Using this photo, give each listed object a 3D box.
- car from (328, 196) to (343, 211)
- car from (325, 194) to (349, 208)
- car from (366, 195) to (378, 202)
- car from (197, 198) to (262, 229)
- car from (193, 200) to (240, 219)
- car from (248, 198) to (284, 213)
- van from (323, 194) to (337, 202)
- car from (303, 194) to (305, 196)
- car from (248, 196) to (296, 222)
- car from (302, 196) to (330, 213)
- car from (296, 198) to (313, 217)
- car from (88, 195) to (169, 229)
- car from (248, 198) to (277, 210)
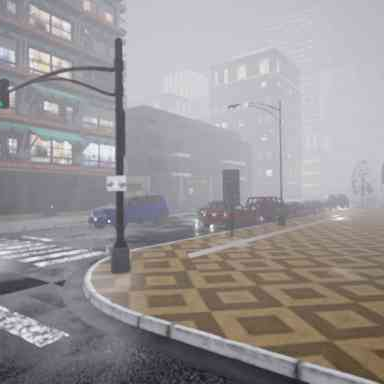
[{"bbox_3d":[15.702,1.422,38.796,2.008,1.369,4.403,-1,0,36],"label":"car"},{"bbox_3d":[19.015,1.174,43.301,2.192,1.841,5.009,-1,0,36],"label":"car"},{"bbox_3d":[35.597,1.341,65.820,1.887,1.381,4.507,-1,0,36],"label":"car"},{"bbox_3d":[2.437,1.359,20.780,1.967,1.590,4.097,-1,0,36],"label":"car"},{"bbox_3d":[2.317,1.480,29.746,1.837,1.490,4.892,-1,0,37],"label":"car"},{"bbox_3d":[8.538,1.500,38.183,2.033,1.411,5.357,-1,0,37],"label":"car"},{"bbox_3d":[29.250,1.241,70.492,1.690,1.788,3.998,-1,0,36],"label":"van"},{"bbox_3d":[22.519,1.451,61.347,1.752,1.417,4.829,-1,0,36],"label":"car"},{"bbox_3d":[5.751,1.222,25.285,2.192,1.841,5.009,-1,0,36],"label":"car"},{"bbox_3d":[12.386,1.428,34.292,1.887,1.381,4.507,-1,0,36],"label":"car"},{"bbox_3d":[9.070,1.477,29.787,1.802,1.307,4.206,-1,0,36],"label":"car"},{"bbox_3d":[-3.856,1.219,21.331,2.150,2.045,5.566,-1,0,38],"label":"car"},{"bbox_3d":[9.255,1.501,43.330,1.752,1.417,4.829,-1,0,36],"label":"car"}]
